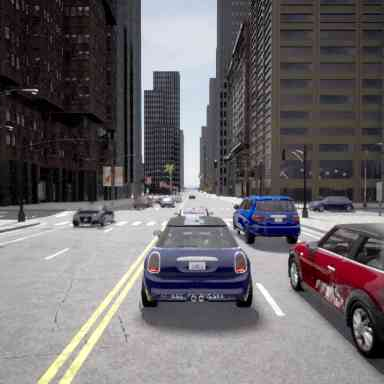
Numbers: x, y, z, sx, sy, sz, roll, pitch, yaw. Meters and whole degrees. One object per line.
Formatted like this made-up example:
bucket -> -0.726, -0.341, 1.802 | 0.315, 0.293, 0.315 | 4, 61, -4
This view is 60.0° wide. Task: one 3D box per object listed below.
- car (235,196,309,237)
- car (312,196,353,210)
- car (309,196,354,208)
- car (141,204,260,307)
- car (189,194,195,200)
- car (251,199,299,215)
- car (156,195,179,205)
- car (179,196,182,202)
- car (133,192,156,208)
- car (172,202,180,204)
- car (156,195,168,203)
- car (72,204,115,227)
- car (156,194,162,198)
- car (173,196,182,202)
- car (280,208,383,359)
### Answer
car -> 3.349, 1.211, 15.863 | 2.150, 2.045, 5.566 | 0, 0, -2
car -> 16.670, 1.324, 39.608 | 4.097, 1.590, 1.967 | 0, 1, 0
car -> 15.345, 1.278, 36.907 | 4.553, 1.767, 2.097 | 0, 1, -1
car -> 0.094, 1.348, 8.111 | 2.097, 1.767, 4.553 | 0, 0, 0
car -> -0.019, 1.458, 92.264 | 1.837, 1.490, 4.892 | 0, 0, 0
car -> 8.504, 1.495, 34.222 | 4.674, 1.442, 1.812 | 0, 1, 11
car -> -3.359, 1.516, 46.346 | 2.033, 1.411, 5.357 | 0, 0, 0
car -> -3.306, 1.561, 65.312 | 1.895, 1.301, 4.718 | 0, 0, 1
car -> -6.785, 1.320, 46.032 | 2.097, 1.767, 4.553 | 0, 0, 2
car -> 0.090, 1.480, 17.048 | 2.128, 1.511, 4.902 | 0, 0, 0
car -> -6.516, 1.484, 72.604 | 2.128, 1.511, 4.902 | 0, 0, 0
car -> -6.604, 1.548, 22.655 | 1.994, 1.385, 4.181 | 0, 0, 0
car -> -6.588, 1.451, 59.886 | 2.128, 1.511, 4.902 | 0, 0, 0
car -> -3.266, 1.510, 75.544 | 1.994, 1.385, 4.181 | 0, 0, 0
car -> 3.344, 1.349, 6.152 | 2.097, 1.767, 4.553 | 0, 0, 0
